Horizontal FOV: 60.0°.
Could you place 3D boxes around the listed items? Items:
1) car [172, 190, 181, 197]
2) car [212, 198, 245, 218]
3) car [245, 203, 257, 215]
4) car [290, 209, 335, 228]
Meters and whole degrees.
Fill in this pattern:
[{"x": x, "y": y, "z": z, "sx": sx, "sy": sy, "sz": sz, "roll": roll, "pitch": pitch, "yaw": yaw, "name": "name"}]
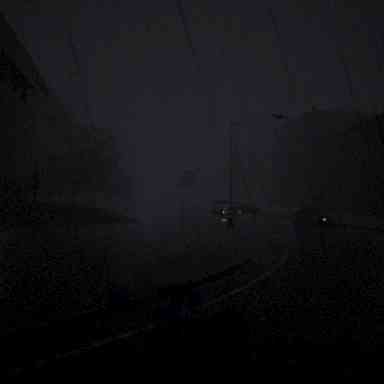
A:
[{"x": -3.478, "y": 0.429, "z": 77.848, "sx": 2.097, "sy": 1.767, "sz": 4.553, "roll": 1, "pitch": 3, "yaw": -10, "name": "car"}, {"x": 3.797, "y": 1.769, "z": 37.739, "sx": 2.150, "sy": 2.045, "sz": 5.566, "roll": 1, "pitch": -1, "yaw": -10, "name": "car"}, {"x": 6.646, "y": 2.109, "z": 42.613, "sx": 1.882, "sy": 1.535, "sz": 5.008, "roll": 1, "pitch": 0, "yaw": -10, "name": "car"}, {"x": 9.448, "y": 2.026, "z": 26.395, "sx": 1.994, "sy": 1.385, "sz": 4.181, "roll": 1, "pitch": -1, "yaw": -8, "name": "car"}]
